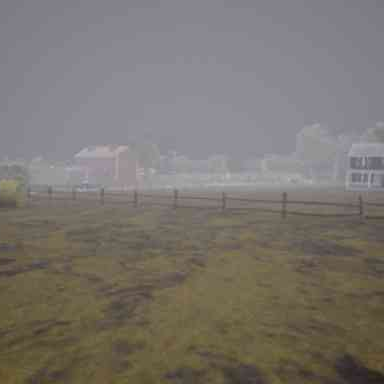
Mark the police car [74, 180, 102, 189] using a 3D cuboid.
[{"bbox_3d":[-19.027,-1.451,60.948,1.930,1.638,5.238,4,5,35],"label":"police car"}]
